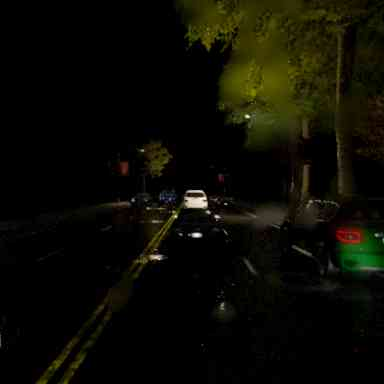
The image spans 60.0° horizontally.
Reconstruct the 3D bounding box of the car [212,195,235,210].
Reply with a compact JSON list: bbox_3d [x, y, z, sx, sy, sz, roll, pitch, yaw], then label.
[{"bbox_3d":[3.548,1.204,36.483,1.994,1.385,4.181,0,1,1],"label":"car"}]

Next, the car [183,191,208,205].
[{"bbox_3d":[0.294,0.905,31.472,2.150,2.045,5.566,0,1,0],"label":"car"}]

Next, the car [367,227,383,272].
[{"bbox_3d":[4.239,1.469,3.804,1.837,1.490,4.892,0,1,0],"label":"car"}]

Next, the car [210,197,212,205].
[{"bbox_3d":[3.547,1.096,46.598,2.033,1.411,5.357,0,1,1],"label":"car"}]

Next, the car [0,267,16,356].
[{"bbox_3d":[-3.345,1.447,2.485,1.882,1.535,5.008,0,1,0],"label":"car"}]

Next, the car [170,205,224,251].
[{"bbox_3d":[0.176,1.426,13.376,1.994,1.385,4.181,0,1,0],"label":"car"}]

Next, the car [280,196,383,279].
[{"bbox_3d":[4.279,1.128,9.831,2.150,2.045,5.566,0,1,0],"label":"car"}]

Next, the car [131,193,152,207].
[{"bbox_3d":[-6.325,0.929,42.096,2.097,1.767,4.553,0,1,1],"label":"car"}]

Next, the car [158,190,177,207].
[{"bbox_3d":[-3.071,0.792,43.276,2.150,2.045,5.566,0,1,0],"label":"car"}]
